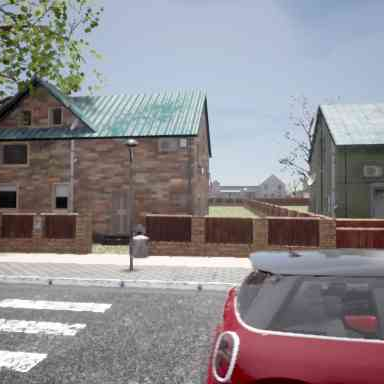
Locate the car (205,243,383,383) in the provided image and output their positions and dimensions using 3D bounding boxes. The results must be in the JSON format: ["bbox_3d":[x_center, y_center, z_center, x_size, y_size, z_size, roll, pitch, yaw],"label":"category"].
[{"bbox_3d":[2.414,1.388,3.170,4.553,1.767,2.097,-1,-1,9],"label":"car"}]
